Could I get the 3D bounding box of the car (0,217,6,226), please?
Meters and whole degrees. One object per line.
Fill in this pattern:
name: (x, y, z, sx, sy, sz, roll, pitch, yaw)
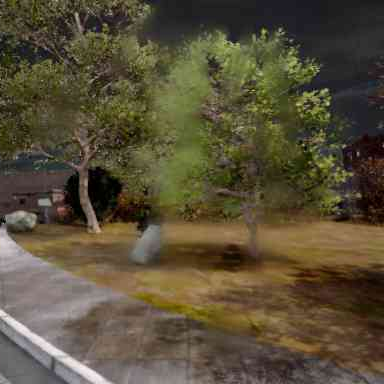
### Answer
car: (-19.016, 2.776, 30.995, 2.128, 1.511, 4.902, -3, -5, -10)
